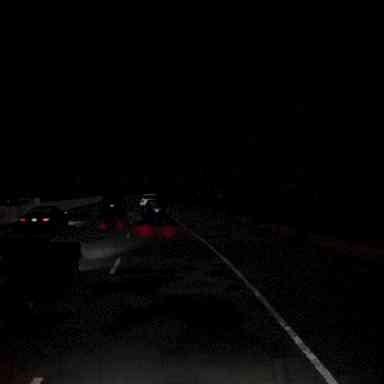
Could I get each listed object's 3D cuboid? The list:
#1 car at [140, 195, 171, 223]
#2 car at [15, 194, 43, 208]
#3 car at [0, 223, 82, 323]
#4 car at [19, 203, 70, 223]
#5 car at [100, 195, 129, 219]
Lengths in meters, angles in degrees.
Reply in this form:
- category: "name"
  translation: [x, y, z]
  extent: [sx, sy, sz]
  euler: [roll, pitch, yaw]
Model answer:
- category: "car"
  translation: [-2.827, 1.373, 25.832]
  extent: [2.097, 1.767, 4.553]
  euler: [0, 0, -9]
- category: "car"
  translation: [-24.606, 1.313, 50.441]
  extent: [2.150, 2.045, 5.566]
  euler: [0, 0, -9]
- category: "car"
  translation: [-3.832, 1.615, 7.124]
  extent: [1.895, 1.301, 4.718]
  euler: [0, 0, -4]
- category: "car"
  translation: [-9.102, 1.583, 20.834]
  extent: [2.033, 1.411, 5.357]
  euler: [0, 0, -9]
- category: "car"
  translation: [-7.041, 1.256, 30.261]
  extent: [2.150, 2.045, 5.566]
  euler: [0, 0, -9]
